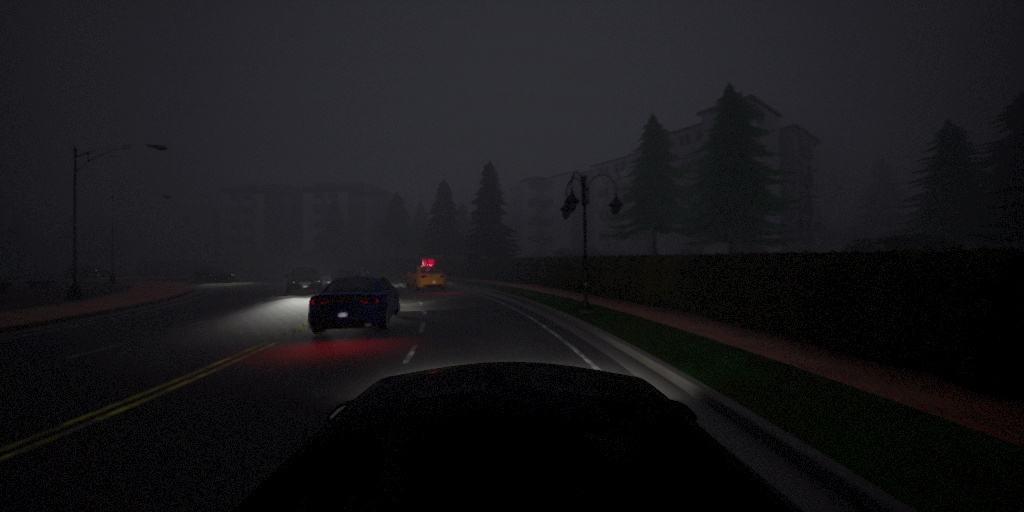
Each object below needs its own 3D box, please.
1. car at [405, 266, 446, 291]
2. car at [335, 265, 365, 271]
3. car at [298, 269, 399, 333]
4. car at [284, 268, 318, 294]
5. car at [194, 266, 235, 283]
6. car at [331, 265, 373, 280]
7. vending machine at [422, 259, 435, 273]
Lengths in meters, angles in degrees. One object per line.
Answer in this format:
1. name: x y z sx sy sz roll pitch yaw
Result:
1. car: -5.941 1.454 24.379 1.882 1.535 5.008 0 0 -27
2. car: -13.748 1.639 29.966 1.994 1.385 4.181 0 -1 -38
3. car: -4.740 1.339 11.383 1.882 1.535 5.008 0 -1 -12
4. car: -13.050 1.500 22.530 2.128 1.511 4.902 0 -1 -31
5. car: -27.692 1.672 33.306 5.008 1.535 1.882 -1 -1 33
6. car: -17.376 1.719 38.810 5.357 1.411 2.033 -1 -1 41
7. vending machine: -8.178 1.275 35.095 1.100 2.100 0.880 0 0 -39
